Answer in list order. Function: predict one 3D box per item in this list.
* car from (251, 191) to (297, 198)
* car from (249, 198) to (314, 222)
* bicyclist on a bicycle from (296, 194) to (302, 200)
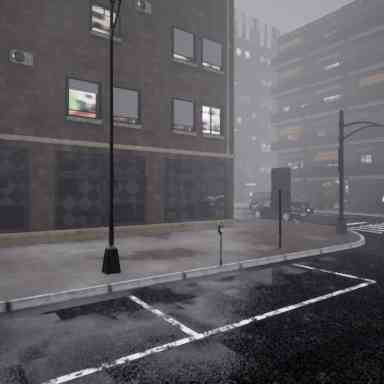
[{"bbox_3d":[7.170,0.988,27.322,2.150,2.045,5.566,0,1,-36],"label":"car"},{"bbox_3d":[6.262,1.342,24.181,2.008,1.369,4.403,1,0,-36],"label":"car"},{"bbox_3d":[11.522,1.011,36.196,1.656,1.620,0.582,0,1,-36],"label":"bicyclist on a bicycle"}]
